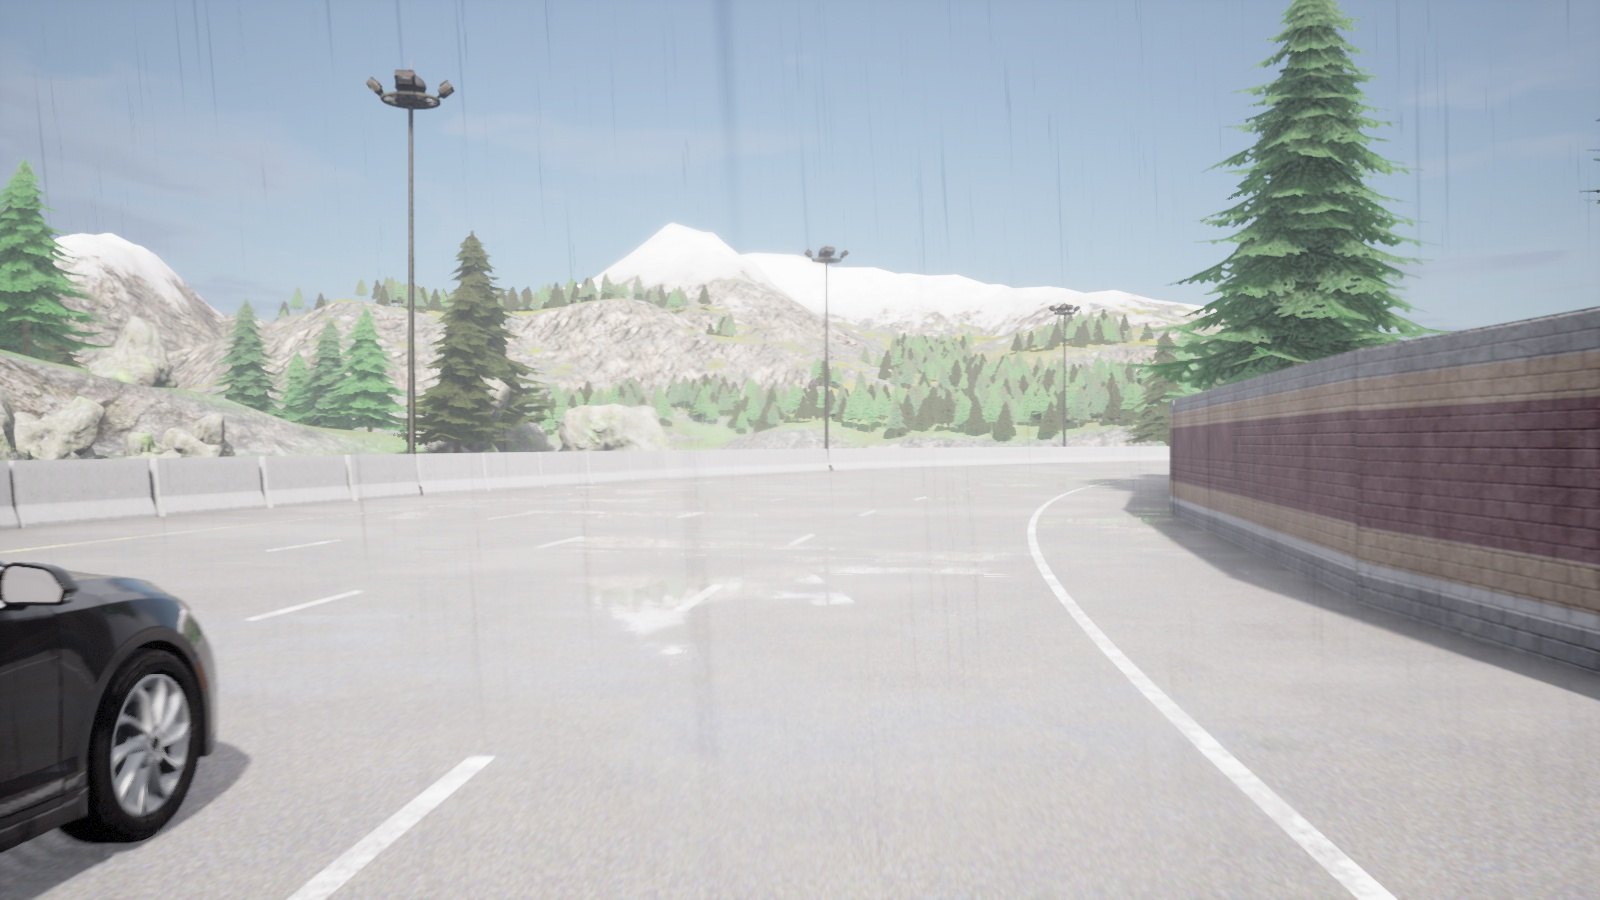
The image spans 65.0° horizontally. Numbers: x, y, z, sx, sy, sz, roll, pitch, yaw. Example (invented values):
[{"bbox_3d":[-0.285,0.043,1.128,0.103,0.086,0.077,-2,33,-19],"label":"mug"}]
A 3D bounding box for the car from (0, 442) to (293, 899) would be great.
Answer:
[{"bbox_3d":[-3.391,0.728,3.452,1.837,1.490,4.892,0,0,2],"label":"car"}]
